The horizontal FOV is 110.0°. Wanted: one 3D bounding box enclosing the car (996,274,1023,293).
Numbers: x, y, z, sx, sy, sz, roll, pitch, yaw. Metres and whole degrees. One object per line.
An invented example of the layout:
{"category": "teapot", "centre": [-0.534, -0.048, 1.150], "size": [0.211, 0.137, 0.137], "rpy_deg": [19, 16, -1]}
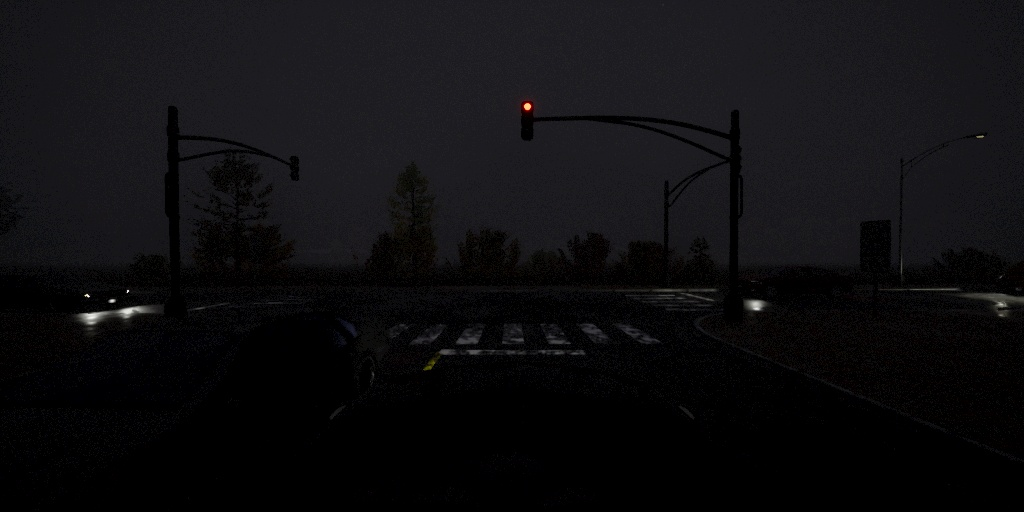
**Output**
{"category": "car", "centre": [27.192, 1.031, 17.700], "size": [4.553, 1.767, 2.097], "rpy_deg": [0, 1, -1]}

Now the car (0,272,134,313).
{"category": "car", "centre": [-18.015, 1.342, 13.723], "size": [5.357, 1.411, 2.033], "rpy_deg": [0, 1, -1]}

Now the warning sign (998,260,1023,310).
{"category": "warning sign", "centre": [17.013, 0.893, 11.719], "size": [1.060, 1.860, 1.300], "rpy_deg": [0, 0, -1]}

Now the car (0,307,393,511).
{"category": "car", "centre": [-2.925, 1.296, 3.628], "size": [2.033, 1.411, 5.357], "rpy_deg": [0, 0, 2]}

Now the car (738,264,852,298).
{"category": "car", "centre": [13.568, 1.180, 17.471], "size": [5.008, 1.535, 1.882], "rpy_deg": [0, 1, -1]}
